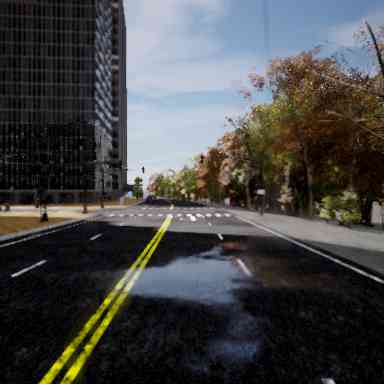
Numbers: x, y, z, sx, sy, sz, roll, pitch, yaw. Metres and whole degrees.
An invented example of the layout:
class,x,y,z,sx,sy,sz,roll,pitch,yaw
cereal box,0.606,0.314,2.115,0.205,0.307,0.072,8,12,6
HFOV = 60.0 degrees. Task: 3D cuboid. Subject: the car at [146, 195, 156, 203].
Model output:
class,x,y,z,sx,sy,sz,roll,pitch,yaw
car,-9.955,1.691,81.256,2.150,2.045,5.566,0,0,-5
